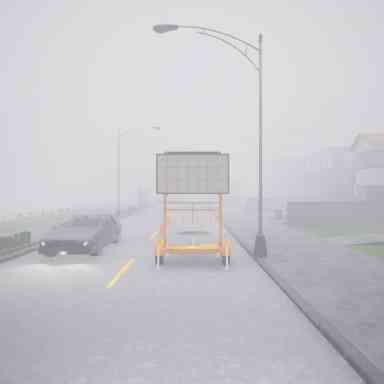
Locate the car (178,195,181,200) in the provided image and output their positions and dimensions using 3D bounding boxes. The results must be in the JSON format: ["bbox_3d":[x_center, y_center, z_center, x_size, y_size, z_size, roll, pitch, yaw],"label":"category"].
[{"bbox_3d":[-3.814,1.548,90.006,2.033,1.411,5.357,0,0,0],"label":"car"}]

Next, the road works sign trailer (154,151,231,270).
[{"bbox_3d":[0.022,0.464,11.029,2.380,3.560,2.880,0,0,0],"label":"road works sign trailer"}]

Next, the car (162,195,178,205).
[{"bbox_3d":[-3.967,1.564,56.320,1.994,1.385,4.181,0,0,0],"label":"car"}]

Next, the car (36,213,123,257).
[{"bbox_3d":[-4.074,1.547,13.158,2.033,1.411,5.357,0,0,0],"label":"car"}]
